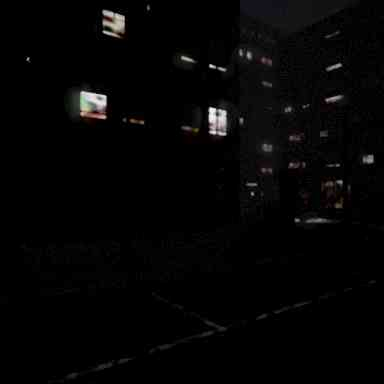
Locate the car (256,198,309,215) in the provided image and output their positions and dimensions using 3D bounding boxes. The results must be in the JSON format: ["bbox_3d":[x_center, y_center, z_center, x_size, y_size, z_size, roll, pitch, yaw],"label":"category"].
[{"bbox_3d":[8.531,1.334,31.720,1.895,1.301,4.718,0,1,-37],"label":"car"}]

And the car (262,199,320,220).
[{"bbox_3d":[7.944,1.340,27.032,1.994,1.385,4.181,0,1,-36],"label":"car"}]

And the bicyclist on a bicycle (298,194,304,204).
[{"bbox_3d":[11.857,1.013,36.500,1.656,1.620,0.582,0,1,-36],"label":"bicyclist on a bicycle"}]

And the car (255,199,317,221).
[{"bbox_3d":[6.618,1.343,24.476,2.008,1.369,4.403,1,0,-36],"label":"car"}]
